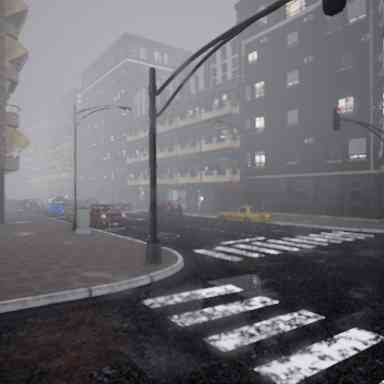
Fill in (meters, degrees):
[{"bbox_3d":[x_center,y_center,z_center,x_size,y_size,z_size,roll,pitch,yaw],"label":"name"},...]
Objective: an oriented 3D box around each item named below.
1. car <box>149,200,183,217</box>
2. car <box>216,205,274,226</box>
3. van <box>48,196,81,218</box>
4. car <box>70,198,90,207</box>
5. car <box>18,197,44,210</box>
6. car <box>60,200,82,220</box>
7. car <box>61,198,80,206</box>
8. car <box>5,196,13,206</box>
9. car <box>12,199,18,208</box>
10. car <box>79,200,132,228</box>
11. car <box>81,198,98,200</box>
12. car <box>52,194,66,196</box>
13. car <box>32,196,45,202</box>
[{"bbox_3d":[-2.633,1.550,33.065,1.967,1.590,4.097,-1,0,-36],"label":"car"},{"bbox_3d":[3.720,1.607,24.210,1.752,1.417,4.829,-1,0,-36],"label":"car"},{"bbox_3d":[-12.669,1.538,32.679,1.690,1.788,3.998,-1,0,-36],"label":"van"},{"bbox_3d":[-18.759,1.752,55.552,1.947,1.339,4.313,-1,0,-36],"label":"car"},{"bbox_3d":[-22.345,1.683,46.171,1.967,1.590,4.097,-1,0,-36],"label":"car"},{"bbox_3d":[-9.343,1.707,28.045,1.752,1.417,4.829,-1,0,-36],"label":"car"},{"bbox_3d":[-21.984,1.754,60.049,2.008,1.369,4.403,-1,0,-36],"label":"car"},{"bbox_3d":[-32.020,1.837,59.663,1.887,1.381,4.507,-1,0,-36],"label":"car"},{"bbox_3d":[-25.569,1.824,50.668,1.947,1.339,4.313,-1,0,-36],"label":"car"},{"bbox_3d":[-6.217,1.608,23.686,1.967,1.590,4.097,-1,0,-36],"label":"car"},{"bbox_3d":[-15.535,1.610,51.054,1.967,1.590,4.097,-1,0,-36],"label":"car"},{"bbox_3d":[-23.067,1.442,57.110,2.150,2.045,5.566,-1,0,-36],"label":"car"},{"bbox_3d":[-38.111,1.836,82.536,1.887,1.381,4.507,-1,0,-36],"label":"car"}]
